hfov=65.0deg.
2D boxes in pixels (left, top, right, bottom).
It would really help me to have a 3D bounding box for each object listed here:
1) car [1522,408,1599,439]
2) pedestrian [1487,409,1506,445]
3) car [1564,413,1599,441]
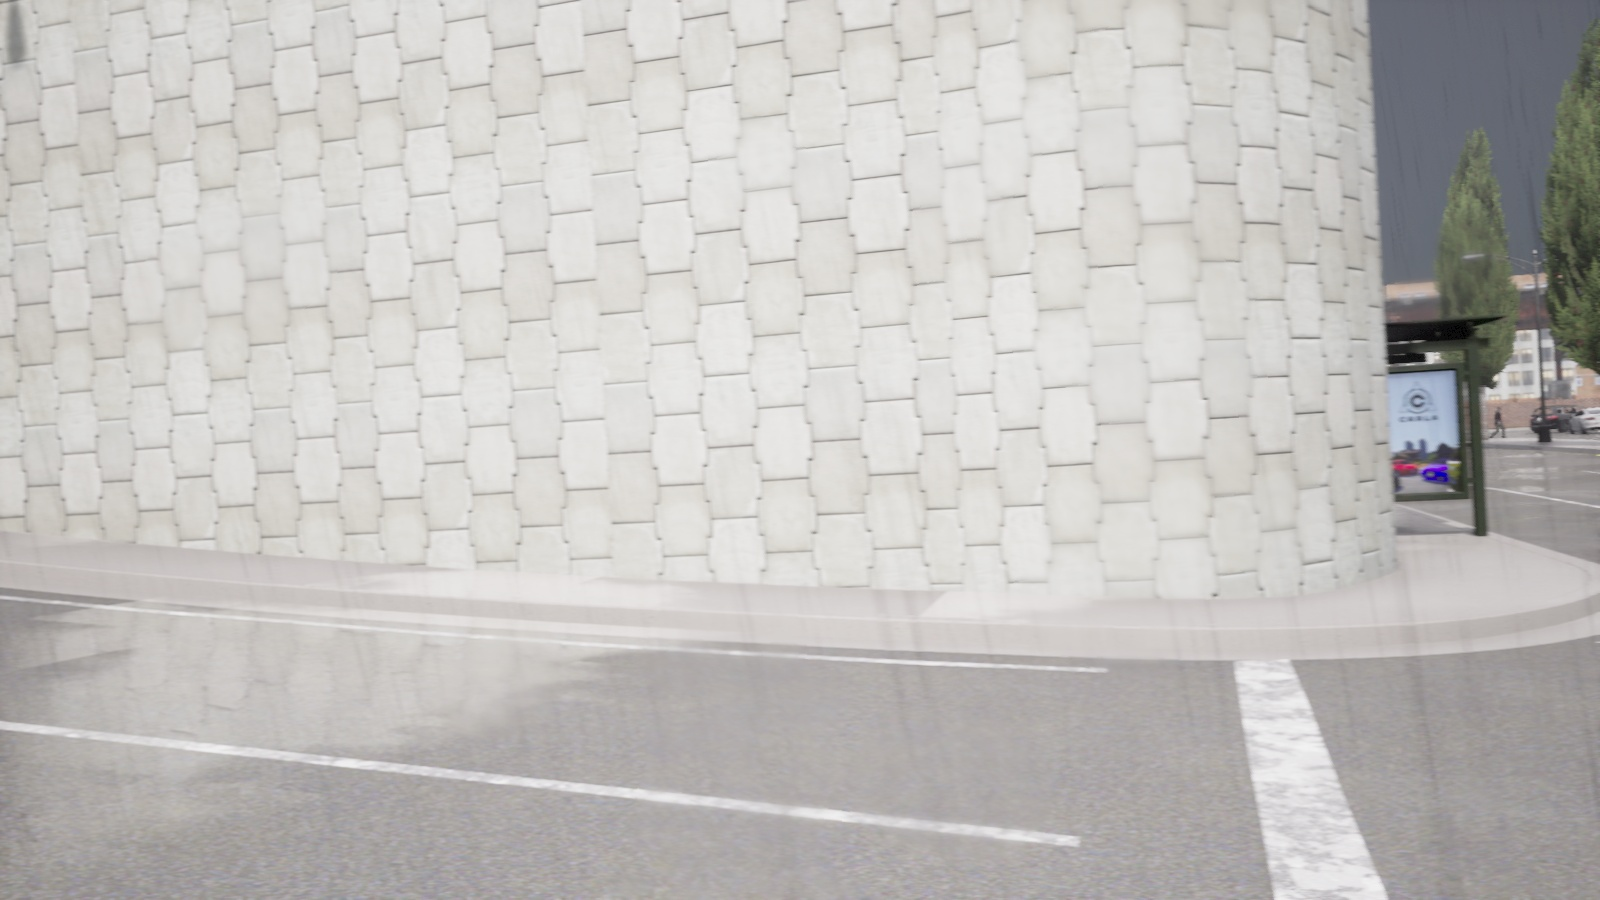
[{"bbox_3d":[46.752,-1.626,76.295,4.611,1.667,2.242,-3,0,-12],"label":"car"},{"bbox_3d":[36.378,-1.203,65.577,0.720,1.854,0.376,-3,0,13],"label":"pedestrian"},{"bbox_3d":[44.007,-1.294,69.752,1.812,1.442,4.674,-3,0,22],"label":"car"}]
